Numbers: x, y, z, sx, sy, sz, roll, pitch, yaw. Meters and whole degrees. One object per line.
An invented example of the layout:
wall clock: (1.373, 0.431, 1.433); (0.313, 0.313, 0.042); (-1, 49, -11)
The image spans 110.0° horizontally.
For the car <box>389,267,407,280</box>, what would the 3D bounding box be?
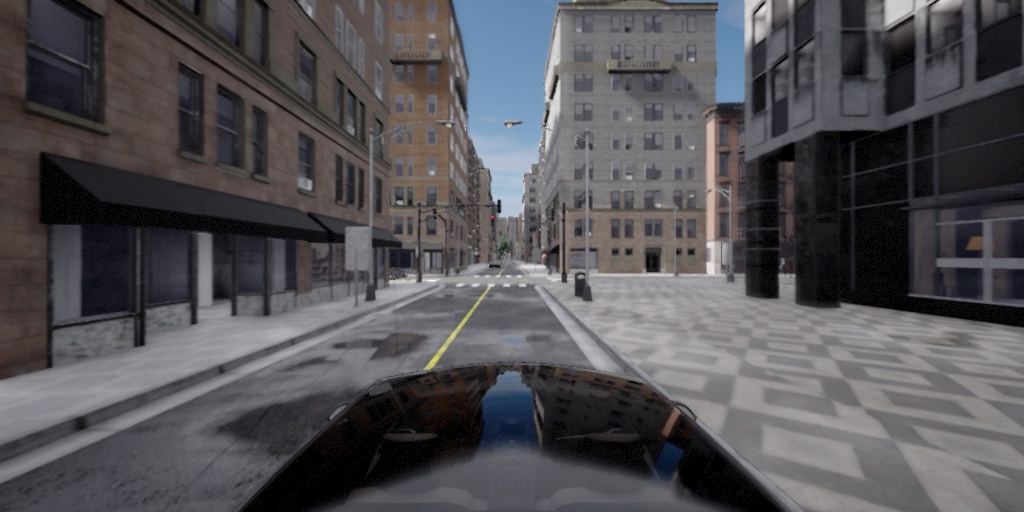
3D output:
car: (-11.509, 1.401, 30.660); (4.902, 1.511, 2.128); (1, 0, 0)

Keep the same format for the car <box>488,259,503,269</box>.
car: (-3.025, 1.388, 63.864); (2.097, 1.767, 4.553); (0, 0, 0)
